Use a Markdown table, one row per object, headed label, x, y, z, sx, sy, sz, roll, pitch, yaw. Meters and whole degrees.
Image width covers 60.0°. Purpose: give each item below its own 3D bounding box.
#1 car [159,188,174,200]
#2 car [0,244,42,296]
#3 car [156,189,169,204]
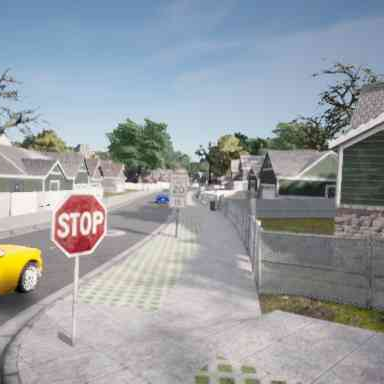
| label | x | y | z | sx | sy | sz | roll | pitch | yaw |
| --- | --- | --- | --- | --- | --- | --- | --- | --- | --- |
| car | -4.218 | 0.298 | 55.988 | 2.097 | 1.767 | 4.553 | 3 | 2 | -1 |
| car | -4.808 | 1.487 | 6.080 | 1.882 | 1.535 | 5.008 | 2 | 1 | 9 |
| car | -3.825 | 0.752 | 44.985 | 1.882 | 1.535 | 5.008 | 3 | 1 | -3 |
